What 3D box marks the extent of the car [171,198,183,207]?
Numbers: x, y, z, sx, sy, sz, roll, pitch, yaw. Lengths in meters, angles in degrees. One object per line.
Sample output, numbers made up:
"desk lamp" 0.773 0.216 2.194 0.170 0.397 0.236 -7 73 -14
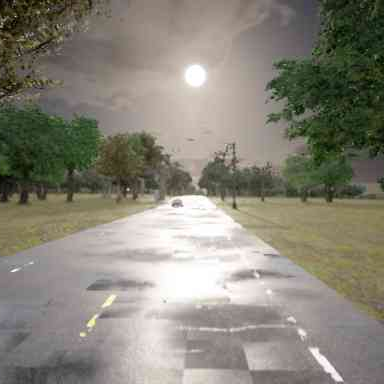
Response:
"car" -2.543 1.873 58.237 1.812 1.442 4.674 0 0 2
